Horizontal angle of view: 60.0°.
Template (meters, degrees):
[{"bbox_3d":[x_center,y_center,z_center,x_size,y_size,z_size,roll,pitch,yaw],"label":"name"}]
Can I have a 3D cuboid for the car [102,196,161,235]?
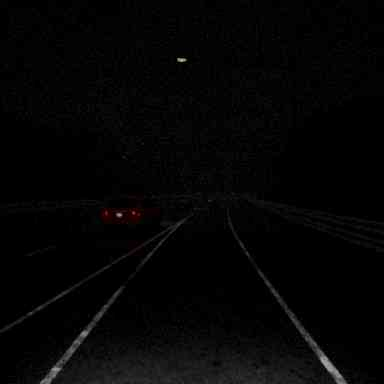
[{"bbox_3d":[-3.286,1.218,19.067,2.150,2.045,5.566,0,0,6],"label":"car"}]

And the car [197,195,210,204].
[{"bbox_3d":[1.616,1.494,62.341,2.033,1.411,5.357,0,0,6],"label":"car"}]

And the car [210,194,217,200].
[{"bbox_3d":[4.724,1.457,89.188,2.033,1.411,5.357,0,0,8],"label":"car"}]

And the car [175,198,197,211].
[{"bbox_3d":[-0.905,1.505,40.086,1.812,1.442,4.674,0,0,6],"label":"car"}]
